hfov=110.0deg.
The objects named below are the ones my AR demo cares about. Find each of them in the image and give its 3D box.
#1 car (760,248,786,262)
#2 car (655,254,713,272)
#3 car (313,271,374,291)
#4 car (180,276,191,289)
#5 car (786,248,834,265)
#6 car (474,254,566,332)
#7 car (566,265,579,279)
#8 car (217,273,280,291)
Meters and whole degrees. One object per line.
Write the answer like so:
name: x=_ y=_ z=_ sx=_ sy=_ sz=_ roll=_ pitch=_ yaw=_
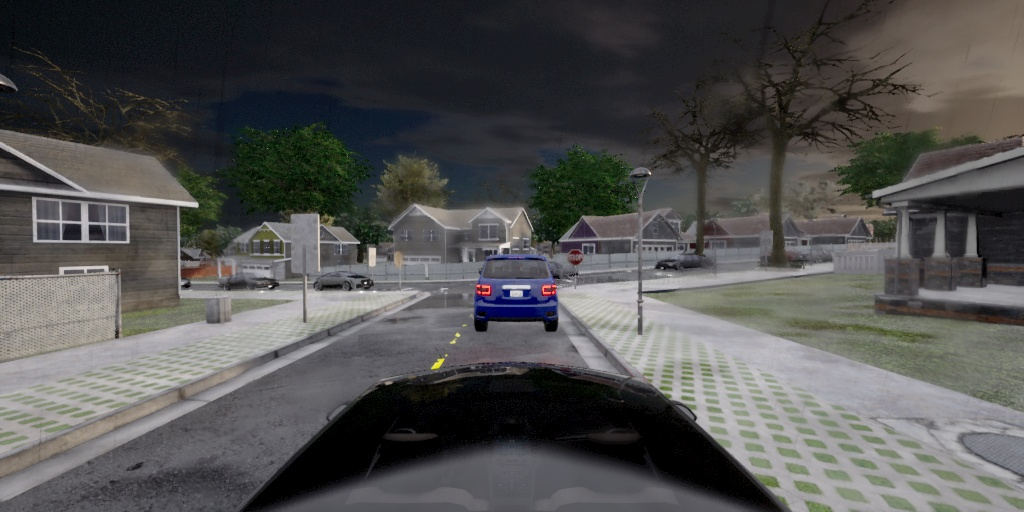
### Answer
car: x=27.921 y=-0.054 z=37.253 sx=5.008 sy=1.535 sz=1.882 roll=-2 pitch=2 yaw=-25
car: x=15.000 y=0.538 z=31.214 sx=5.357 sy=1.411 sz=2.033 roll=-2 pitch=2 yaw=-25
car: x=-11.919 y=1.751 z=25.358 sx=4.181 sy=1.385 sz=1.994 roll=-2 pitch=0 yaw=21
car: x=-32.232 y=2.417 z=33.515 sx=4.902 sy=1.511 sz=2.128 roll=-2 pitch=0 yaw=22
car: x=29.383 y=0.058 z=34.690 sx=5.357 sy=1.411 sz=2.033 roll=-2 pitch=2 yaw=-25
car: x=0.116 y=0.968 z=11.021 sx=2.150 sy=2.045 sz=5.566 roll=0 pitch=0 yaw=0
car: x=2.141 y=1.130 z=26.162 sx=5.357 sy=1.411 sz=2.033 roll=-3 pitch=2 yaw=-15
car: x=-21.475 y=2.095 z=29.167 sx=5.357 sy=1.411 sz=2.033 roll=-2 pitch=0 yaw=22
